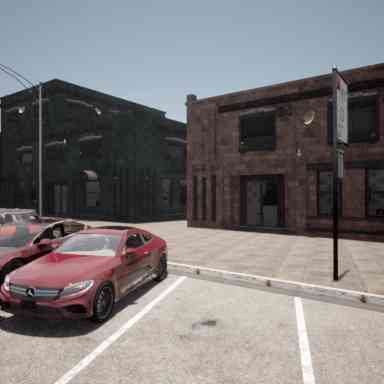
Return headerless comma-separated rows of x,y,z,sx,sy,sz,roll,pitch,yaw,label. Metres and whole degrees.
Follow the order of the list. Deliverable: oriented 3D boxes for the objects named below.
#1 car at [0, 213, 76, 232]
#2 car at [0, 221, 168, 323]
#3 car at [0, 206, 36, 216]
-4.398,1.518,9.156,2.163,1.488,4.792,1,-1,15,car
-1.940,1.527,7.450,2.002,1.452,4.674,1,-1,15,car
-6.826,1.366,10.953,2.185,1.767,4.553,1,-1,15,car
